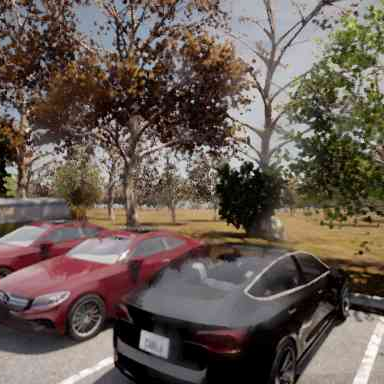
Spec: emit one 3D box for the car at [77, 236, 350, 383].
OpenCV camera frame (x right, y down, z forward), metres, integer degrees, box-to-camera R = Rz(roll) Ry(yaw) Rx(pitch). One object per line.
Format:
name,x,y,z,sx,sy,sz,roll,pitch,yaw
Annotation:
car,0.998,1.502,5.088,2.163,1.488,4.792,0,0,36

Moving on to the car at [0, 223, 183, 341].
car,-1.384,1.494,6.763,2.002,1.452,4.674,1,0,36

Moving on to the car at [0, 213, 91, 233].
car,-3.649,1.468,8.385,2.002,1.452,4.674,1,0,36

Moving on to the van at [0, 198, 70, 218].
van,-5.895,1.180,9.835,1.878,1.987,4.442,0,1,35
